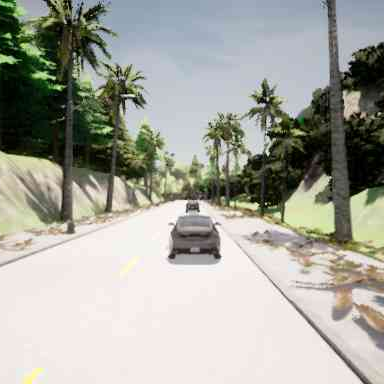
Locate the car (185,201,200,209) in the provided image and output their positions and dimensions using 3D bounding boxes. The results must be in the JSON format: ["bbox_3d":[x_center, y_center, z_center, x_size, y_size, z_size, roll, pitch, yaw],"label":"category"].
[{"bbox_3d":[0.090,1.955,46.245,1.882,1.535,5.008,0,0,0],"label":"car"}]

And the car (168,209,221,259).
[{"bbox_3d":[0.094,1.645,13.277,1.837,1.490,4.892,0,0,0],"label":"car"}]
